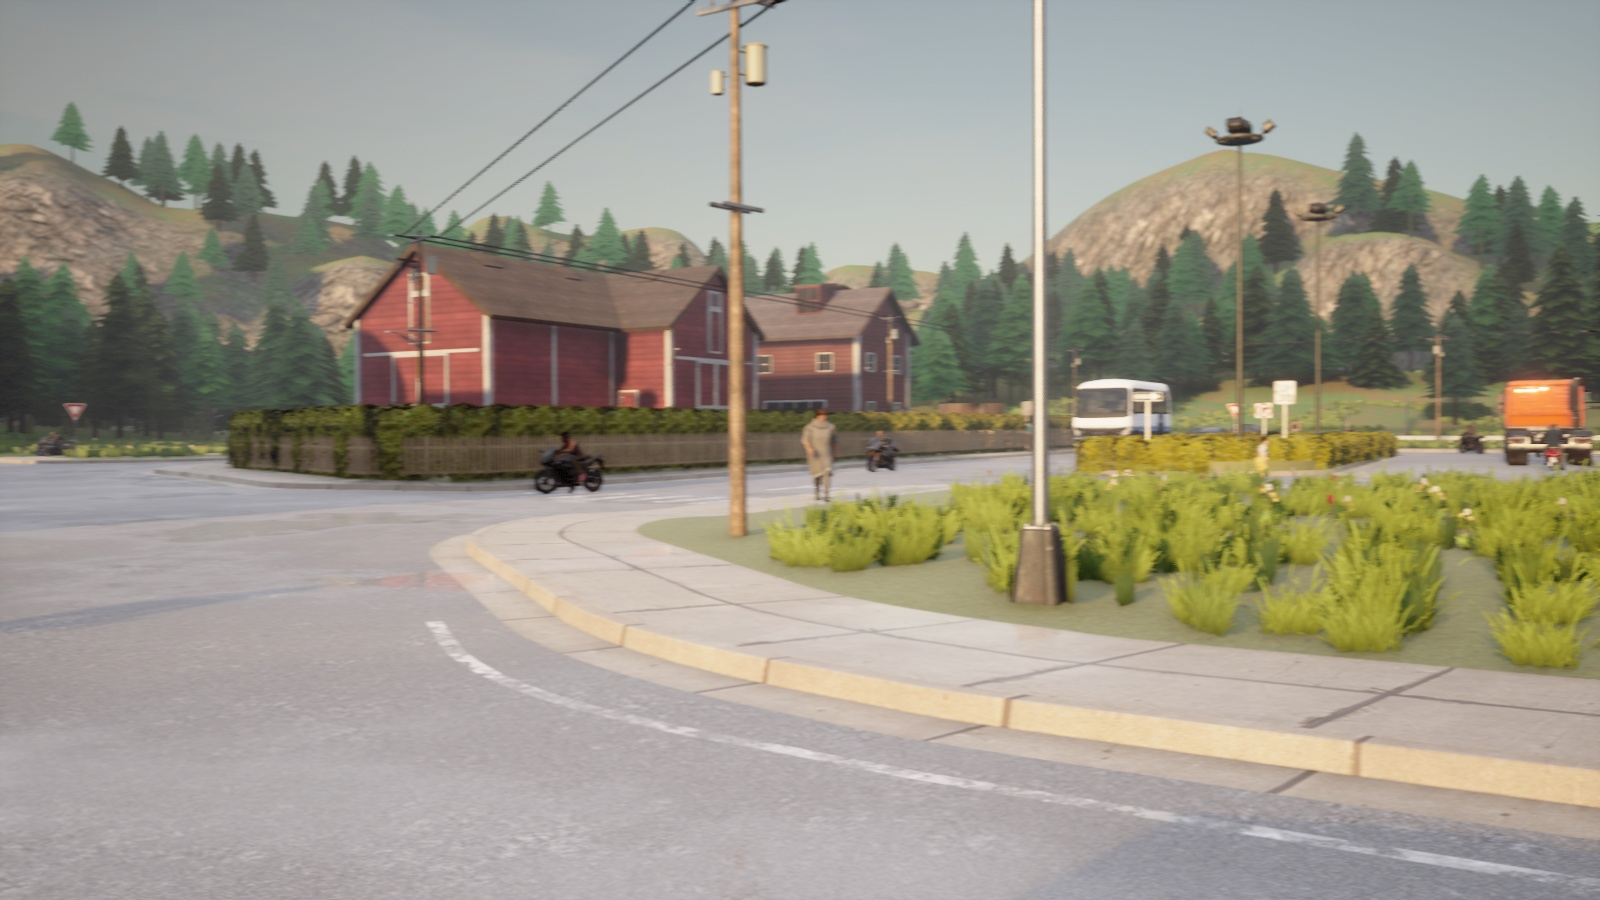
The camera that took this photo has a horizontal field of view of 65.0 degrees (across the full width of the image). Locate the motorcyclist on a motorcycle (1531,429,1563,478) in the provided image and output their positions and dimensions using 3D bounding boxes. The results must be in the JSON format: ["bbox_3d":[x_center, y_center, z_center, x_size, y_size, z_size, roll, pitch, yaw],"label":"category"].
[{"bbox_3d":[25.095,0.093,42.193,0.866,1.590,1.817,1,1,30],"label":"motorcyclist on a motorcycle"}]

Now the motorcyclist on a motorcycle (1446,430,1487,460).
[{"bbox_3d":[35.140,-0.278,66.250,0.797,1.523,2.044,0,1,-9],"label":"motorcyclist on a motorcycle"}]

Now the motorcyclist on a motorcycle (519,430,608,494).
[{"bbox_3d":[-5.760,0.270,30.679,0.797,1.523,2.044,1,1,44],"label":"motorcyclist on a motorcycle"}]

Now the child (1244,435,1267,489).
[{"bbox_3d":[10.689,0.271,29.477,0.437,1.263,0.270,0,1,0],"label":"child"}]

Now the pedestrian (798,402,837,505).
[{"bbox_3d":[0.330,0.064,24.178,0.659,1.952,0.873,0,1,-5],"label":"pedestrian"}]

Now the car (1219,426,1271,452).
[{"bbox_3d":[31.027,-0.774,87.444,2.097,1.767,4.553,1,1,37],"label":"car"}]

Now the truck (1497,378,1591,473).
[{"bbox_3d":[29.374,-0.968,49.848,2.891,3.462,7.936,1,1,29],"label":"truck"}]

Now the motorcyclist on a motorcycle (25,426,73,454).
[{"bbox_3d":[-42.697,-0.579,71.399,0.866,1.530,2.191,1,1,30],"label":"motorcyclist on a motorcycle"}]

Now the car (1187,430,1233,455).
[{"bbox_3d":[25.871,-0.492,79.089,1.837,1.490,4.892,1,1,29],"label":"car"}]

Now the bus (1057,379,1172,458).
[{"bbox_3d":[18.407,-1.778,72.874,3.944,4.253,10.273,1,1,29],"label":"bus"}]

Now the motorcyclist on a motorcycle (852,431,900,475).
[{"bbox_3d":[2.728,0.093,44.800,0.866,1.530,2.191,1,1,29],"label":"motorcyclist on a motorcycle"}]
